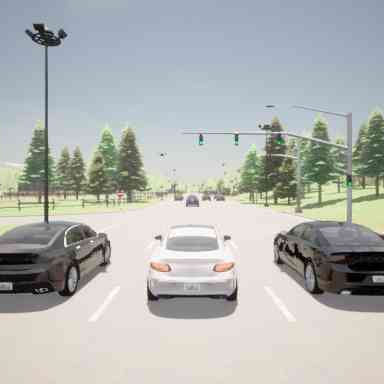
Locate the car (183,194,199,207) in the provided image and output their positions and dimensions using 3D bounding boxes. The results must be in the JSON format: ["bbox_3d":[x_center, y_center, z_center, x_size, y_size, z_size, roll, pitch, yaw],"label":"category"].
[{"bbox_3d":[0.078,1.352,52.083,2.097,1.767,4.553,0,0,0],"label":"car"}]

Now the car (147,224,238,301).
[{"bbox_3d":[0.019,1.526,8.210,1.812,1.442,4.674,0,0,0],"label":"car"}]

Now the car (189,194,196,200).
[{"bbox_3d":[0.140,1.332,93.146,1.837,1.490,4.892,0,0,0],"label":"car"}]

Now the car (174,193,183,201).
[{"bbox_3d":[-3.375,1.544,83.114,1.994,1.385,4.181,0,0,0],"label":"car"}]

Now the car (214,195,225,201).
[{"bbox_3d":[7.124,1.517,82.715,2.128,1.511,4.902,0,0,0],"label":"car"}]

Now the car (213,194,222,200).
[{"bbox_3d":[7.140,1.385,93.135,1.994,1.385,4.181,0,0,0],"label":"car"}]

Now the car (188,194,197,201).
[{"bbox_3d":[0.125,1.347,83.112,2.097,1.767,4.553,0,0,0],"label":"car"}]

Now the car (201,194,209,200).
[{"bbox_3d":[3.640,1.372,93.140,2.033,1.411,5.357,0,0,0],"label":"car"}]

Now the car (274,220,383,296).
[{"bbox_3d":[3.525,1.478,8.707,1.882,1.535,5.008,0,0,0],"label":"car"}]

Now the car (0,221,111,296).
[{"bbox_3d":[-3.477,1.505,8.615,1.837,1.490,4.892,0,0,0],"label":"car"}]

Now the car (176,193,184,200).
[{"bbox_3d":[-3.360,1.187,93.121,2.097,1.767,4.553,0,0,0],"label":"car"}]

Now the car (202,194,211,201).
[{"bbox_3d":[3.625,1.347,83.107,2.097,1.767,4.553,0,0,0],"label":"car"}]
